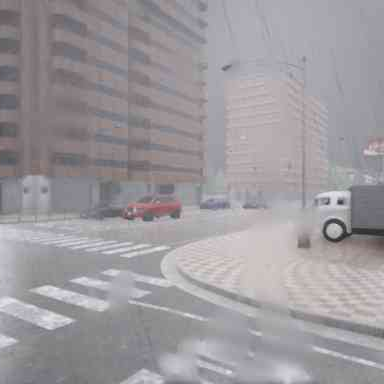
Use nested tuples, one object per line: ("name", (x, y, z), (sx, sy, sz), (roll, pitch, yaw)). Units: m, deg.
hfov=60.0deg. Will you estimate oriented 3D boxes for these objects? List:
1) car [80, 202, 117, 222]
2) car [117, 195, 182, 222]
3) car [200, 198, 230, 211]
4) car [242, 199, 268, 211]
("car", (-6.947, 1.567, 27.479), (1.812, 1.442, 4.674), (0, 0, 36))
("car", (-3.044, 1.265, 26.936), (2.150, 2.045, 5.566), (0, 0, 35))
("car", (2.859, 1.519, 41.215), (1.882, 1.535, 5.008), (0, 0, 36))
("car", (8.096, 1.608, 42.492), (1.994, 1.385, 4.181), (0, 0, 36))
